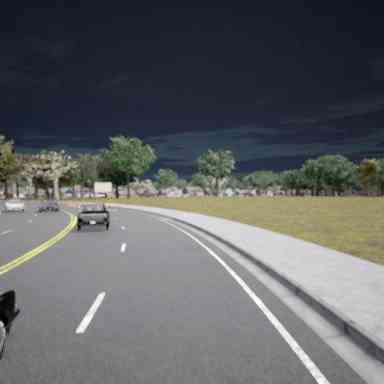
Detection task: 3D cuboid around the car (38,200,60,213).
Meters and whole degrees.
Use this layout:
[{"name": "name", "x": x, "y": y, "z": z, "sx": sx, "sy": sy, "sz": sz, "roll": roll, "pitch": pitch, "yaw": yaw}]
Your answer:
[{"name": "car", "x": -16.099, "y": 1.606, "z": 37.332, "sx": 1.994, "sy": 1.385, "sz": 4.181, "roll": -1, "pitch": 0, "yaw": -28}]

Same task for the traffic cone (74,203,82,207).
[{"name": "traffic cone", "x": -16.724, "y": 1.964, "z": 48.884, "sx": 0.340, "sy": 0.580, "sz": 0.340, "roll": -1, "pitch": 0, "yaw": -33}]

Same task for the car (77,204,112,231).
[{"name": "car", "x": -6.121, "y": 1.491, "z": 20.956, "sx": 2.128, "sy": 1.511, "sz": 4.902, "roll": 0, "pitch": 0, "yaw": -14}]

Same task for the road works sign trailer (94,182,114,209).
[{"name": "road works sign trailer", "x": -11.750, "y": 0.440, "z": 43.784, "sx": 2.380, "sy": 3.560, "sz": 2.880, "roll": -1, "pitch": 0, "yaw": -33}]

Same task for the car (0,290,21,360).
[{"name": "car", "x": -3.332, "y": 1.614, "z": 2.654, "sx": 1.895, "sy": 1.301, "sz": 4.718, "roll": 0, "pitch": 0, "yaw": -2}]

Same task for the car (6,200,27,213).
[{"name": "car", "x": -20.356, "y": 1.609, "z": 38.390, "sx": 1.812, "sy": 1.442, "sz": 4.674, "roll": -1, "pitch": 0, "yaw": -30}]
